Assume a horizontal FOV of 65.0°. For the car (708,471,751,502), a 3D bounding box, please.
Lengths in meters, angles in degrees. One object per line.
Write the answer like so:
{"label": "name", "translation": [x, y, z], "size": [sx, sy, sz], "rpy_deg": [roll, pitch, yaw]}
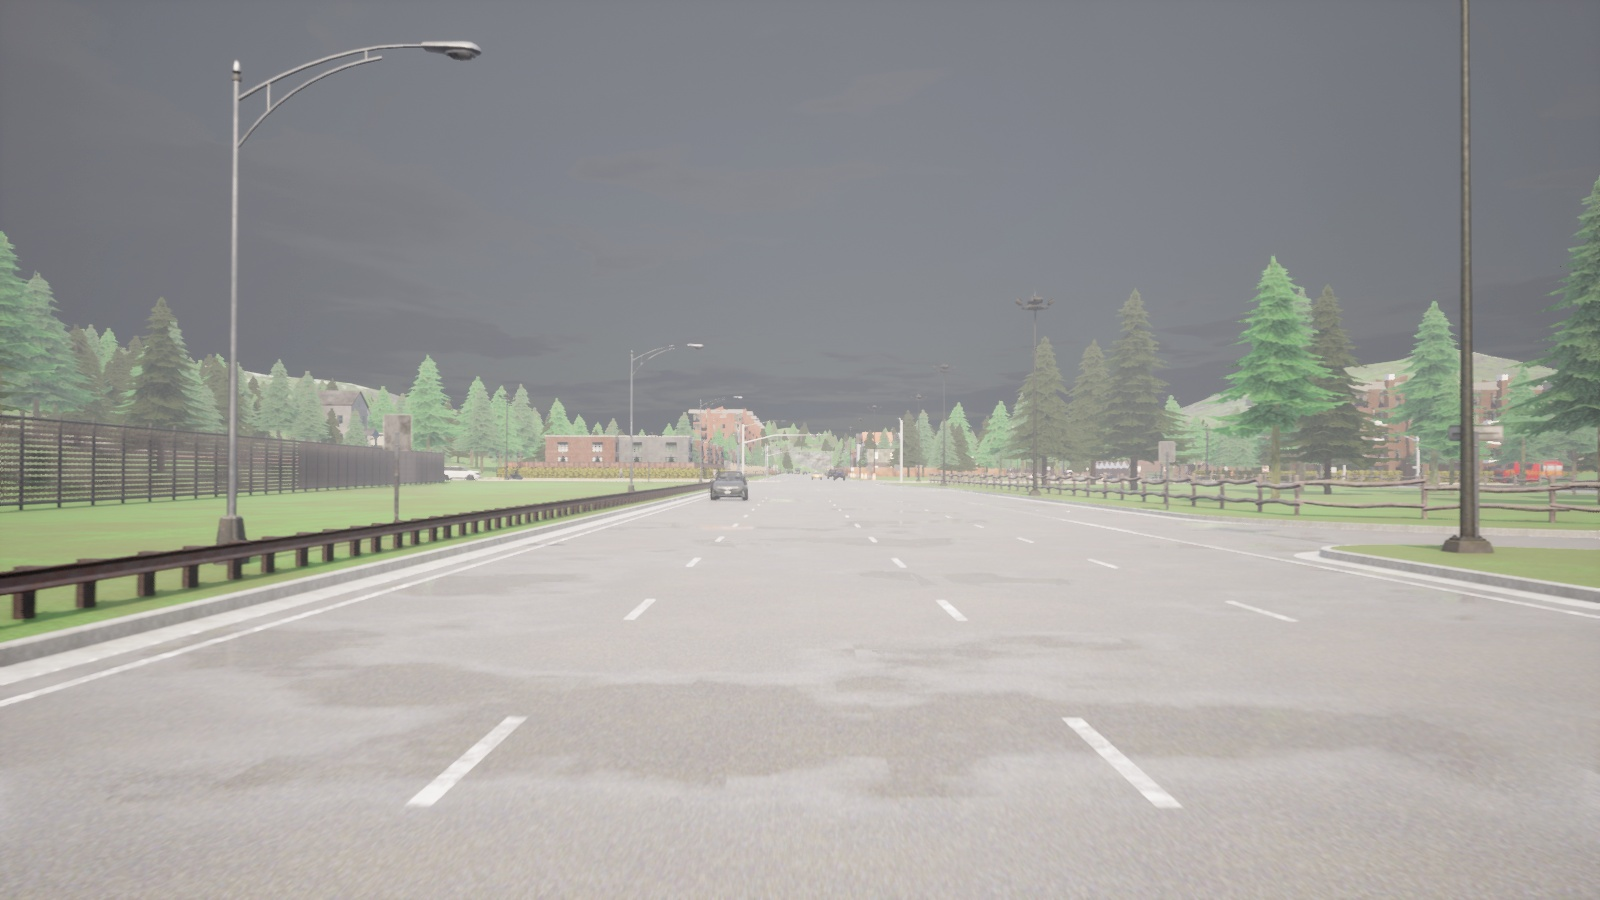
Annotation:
{"label": "car", "translation": [-3.659, 1.878, 65.816], "size": [2.007, 1.525, 4.514], "rpy_deg": [0, -1, 0]}
